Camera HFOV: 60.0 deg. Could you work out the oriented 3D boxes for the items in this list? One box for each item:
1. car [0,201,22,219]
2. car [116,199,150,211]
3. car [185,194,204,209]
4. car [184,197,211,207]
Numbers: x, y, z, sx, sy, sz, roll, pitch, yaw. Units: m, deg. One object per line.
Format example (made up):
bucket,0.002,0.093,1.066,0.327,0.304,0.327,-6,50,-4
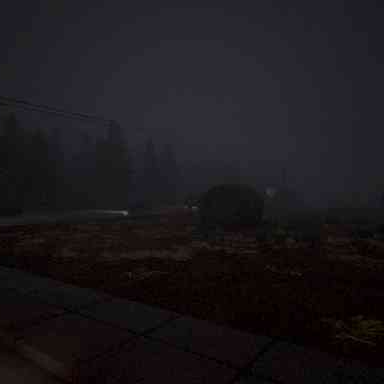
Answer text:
car,-16.869,1.518,27.758,2.128,1.511,4.902,0,0,37
car,-7.184,1.552,40.823,1.812,1.442,4.674,0,0,37
car,1.364,1.248,46.191,2.150,2.045,5.566,0,0,38
car,0.976,1.552,51.745,1.812,1.442,4.674,0,0,37
